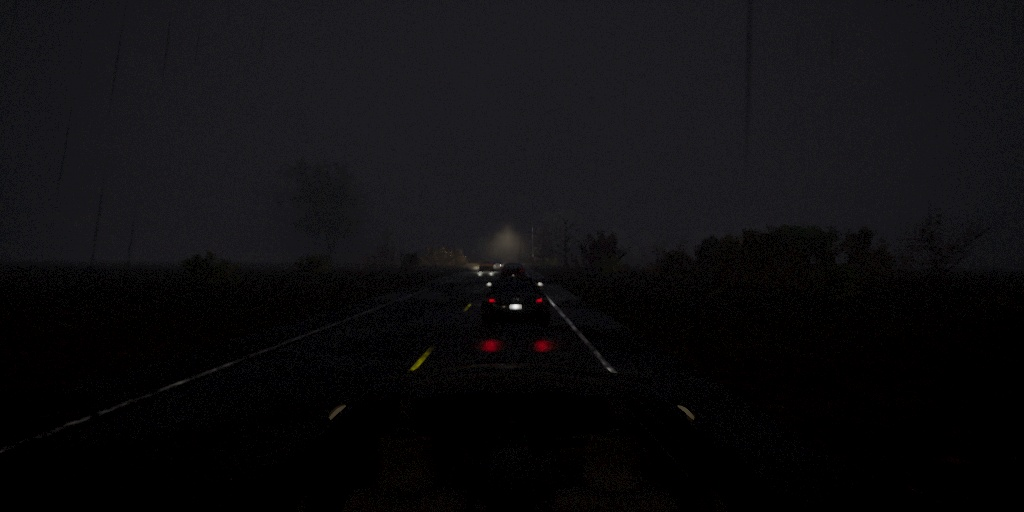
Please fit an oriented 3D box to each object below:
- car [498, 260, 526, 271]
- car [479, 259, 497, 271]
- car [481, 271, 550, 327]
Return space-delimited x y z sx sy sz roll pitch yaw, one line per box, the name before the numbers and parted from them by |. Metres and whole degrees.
car | 0.093 1.296 29.083 1.882 1.535 5.008 0 0 0
car | -3.584 1.347 50.596 1.882 1.535 5.008 0 0 0
car | 0.097 1.339 11.654 1.994 1.385 4.181 0 0 0
